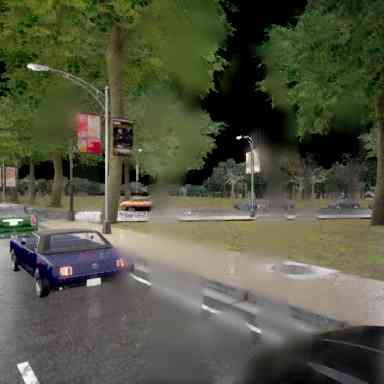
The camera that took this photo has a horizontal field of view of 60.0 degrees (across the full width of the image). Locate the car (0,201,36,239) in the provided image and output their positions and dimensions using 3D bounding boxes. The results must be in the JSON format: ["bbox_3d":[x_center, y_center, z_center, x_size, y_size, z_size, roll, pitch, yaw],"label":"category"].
[{"bbox_3d":[-8.891,1.352,15.859,2.097,1.767,4.553,0,0,-38],"label":"car"}]

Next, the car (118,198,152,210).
[{"bbox_3d":[-6.792,1.471,40.950,4.553,1.767,2.097,0,0,-14],"label":"car"}]

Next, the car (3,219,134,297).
[{"bbox_3d":[-3.413,1.601,8.732,1.895,1.301,4.718,0,0,-38],"label":"car"}]

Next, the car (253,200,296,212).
[{"bbox_3d":[10.647,1.710,42.025,4.902,1.511,2.128,0,0,-14],"label":"car"}]

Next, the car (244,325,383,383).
[{"bbox_3d":[2.346,1.478,1.248,1.882,1.535,5.008,0,0,-37],"label":"car"}]

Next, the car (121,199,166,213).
[{"bbox_3d":[-5.409,1.724,37.947,4.718,1.301,1.895,0,0,-14],"label":"car"}]

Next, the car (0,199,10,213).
[{"bbox_3d":[-22.992,1.549,36.827,4.674,1.442,1.812,0,0,-14],"label":"car"}]

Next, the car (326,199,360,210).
[{"bbox_3d":[21.925,1.803,48.213,4.892,1.490,1.837,1,0,-14],"label":"car"}]

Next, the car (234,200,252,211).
[{"bbox_3d":[7.775,1.769,44.650,4.181,1.385,1.994,0,0,-14],"label":"car"}]

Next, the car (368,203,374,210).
[{"bbox_3d":[26.749,1.834,46.049,4.892,1.490,1.837,1,0,-14],"label":"car"}]
